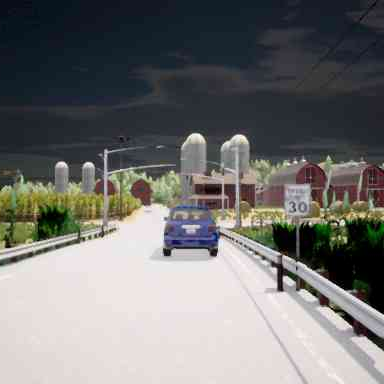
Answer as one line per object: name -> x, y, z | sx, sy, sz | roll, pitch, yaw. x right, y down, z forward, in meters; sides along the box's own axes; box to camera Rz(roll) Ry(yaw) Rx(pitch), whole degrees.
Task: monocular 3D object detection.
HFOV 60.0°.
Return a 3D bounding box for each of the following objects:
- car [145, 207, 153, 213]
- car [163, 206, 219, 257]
car -> -10.352, 4.227, 79.885 | 1.812, 1.442, 4.674 | 0, -2, -8
car -> -0.095, 1.653, 14.754 | 2.150, 2.045, 5.566 | 0, -3, -1
